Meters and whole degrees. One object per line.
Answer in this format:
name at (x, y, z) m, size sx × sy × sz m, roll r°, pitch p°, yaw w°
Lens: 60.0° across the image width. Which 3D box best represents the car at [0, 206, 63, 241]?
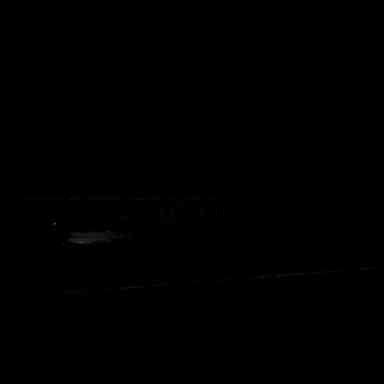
car at (-8.194, 1.360, 14.649) m, size 4.674 × 1.442 × 1.812 m, roll 0°, pitch 0°, yaw -18°
